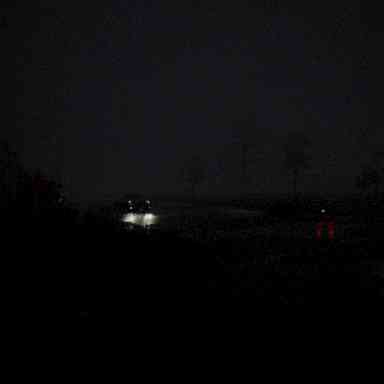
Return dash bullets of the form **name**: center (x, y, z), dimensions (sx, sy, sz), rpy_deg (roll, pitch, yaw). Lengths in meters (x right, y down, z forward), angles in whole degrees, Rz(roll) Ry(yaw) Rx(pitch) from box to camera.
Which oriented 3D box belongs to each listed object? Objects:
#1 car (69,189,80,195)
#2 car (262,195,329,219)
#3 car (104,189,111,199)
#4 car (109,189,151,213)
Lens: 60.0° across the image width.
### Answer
- **car**: center (-28.941, 0.060, 81.759), dimensions (1.837, 1.490, 4.892), rpy_deg (-2, 2, -31)
- **car**: center (6.924, 0.944, 22.816), dimensions (2.128, 1.511, 4.902), rpy_deg (-2, 2, -31)
- **car**: center (-13.329, 0.297, 56.092), dimensions (2.097, 1.767, 4.553), rpy_deg (-2, 2, -31)
- **car**: center (-5.409, 0.854, 29.616), dimensions (2.097, 1.767, 4.553), rpy_deg (-2, 2, -31)
